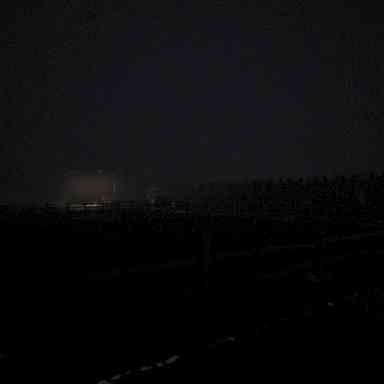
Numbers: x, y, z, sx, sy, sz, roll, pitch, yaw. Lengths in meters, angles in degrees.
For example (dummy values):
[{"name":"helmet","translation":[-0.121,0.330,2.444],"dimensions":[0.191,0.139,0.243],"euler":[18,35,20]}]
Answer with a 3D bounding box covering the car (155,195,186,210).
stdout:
[{"name":"car","translation":[-3.103,1.431,45.787],"dimensions":[2.150,2.045,5.566],"euler":[-1,0,-35]}]
